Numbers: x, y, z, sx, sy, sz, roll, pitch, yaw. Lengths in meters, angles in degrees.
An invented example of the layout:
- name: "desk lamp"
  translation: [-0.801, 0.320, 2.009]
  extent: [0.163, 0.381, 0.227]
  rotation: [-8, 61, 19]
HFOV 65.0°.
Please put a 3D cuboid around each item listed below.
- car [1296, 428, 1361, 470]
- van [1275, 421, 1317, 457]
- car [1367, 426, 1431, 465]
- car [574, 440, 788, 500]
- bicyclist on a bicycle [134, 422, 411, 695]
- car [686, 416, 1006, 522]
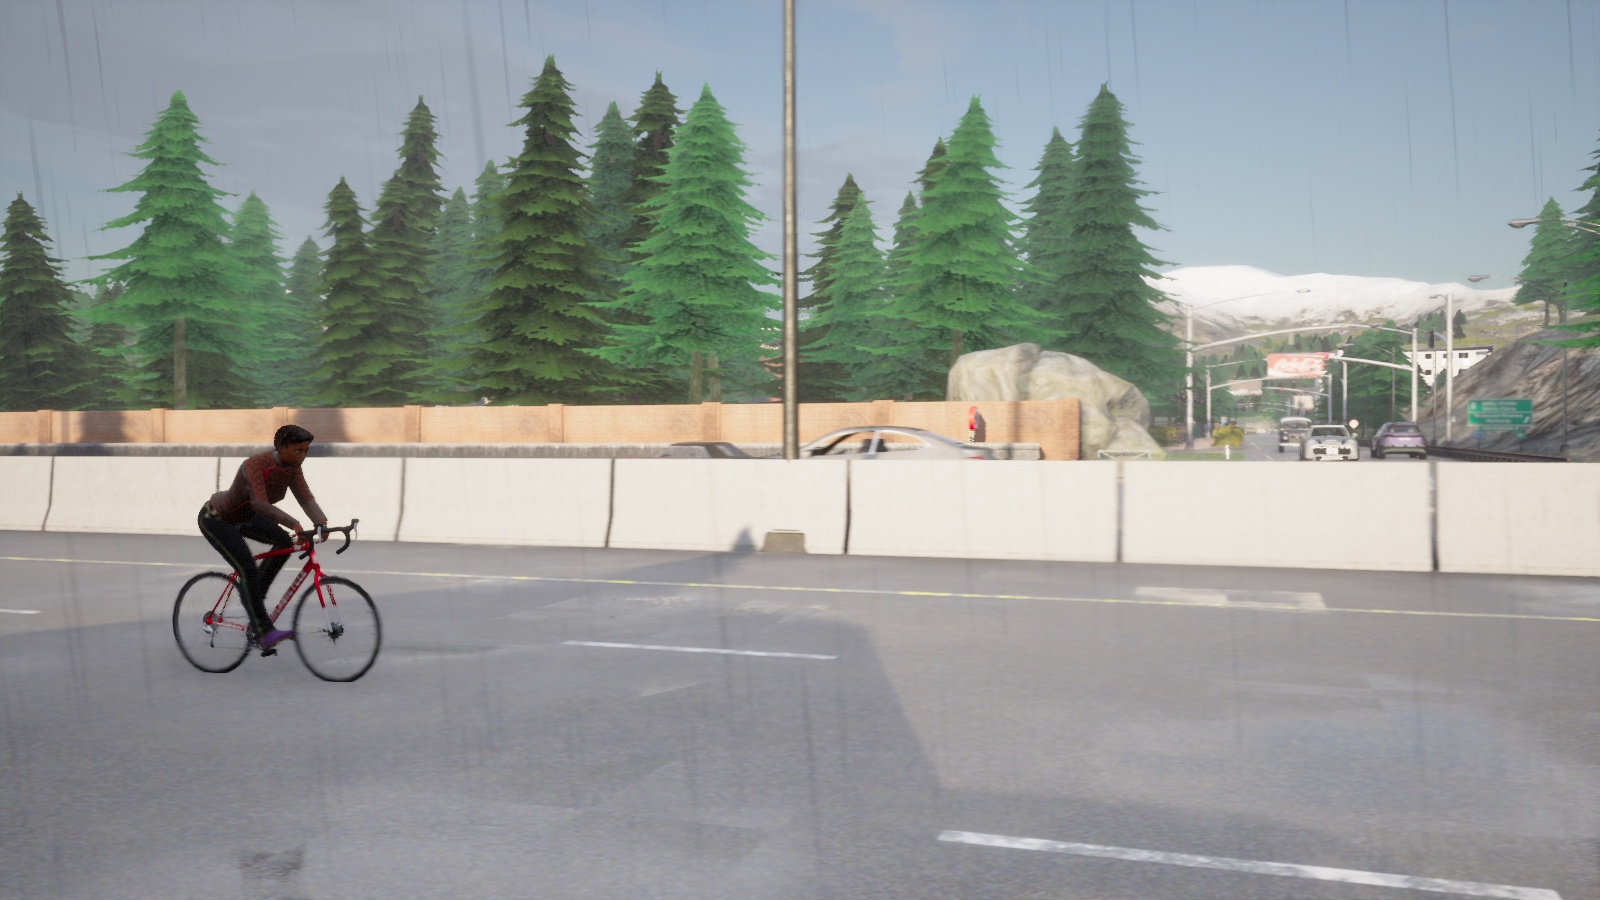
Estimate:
- name: "car"
  translation: [19.595, -0.078, 46.670]
  extent: [1.970, 1.475, 3.806]
  rotation: [1, 1, 19]
- name: "van"
  translation: [28.427, -0.642, 72.104]
  extent: [2.069, 2.038, 4.480]
  rotation: [0, 1, 19]
- name: "car"
  translation: [26.266, -0.225, 55.209]
  extent: [2.033, 1.649, 4.856]
  rotation: [1, 1, 19]
- name: "car"
  translation: [-2.831, 0.436, 29.994]
  extent: [4.718, 1.301, 1.895]
  rotation: [1, 1, 19]
- name: "bicyclist on a bicycle"
  translation: [-3.368, 0.638, 8.018]
  extent: [1.656, 1.620, 0.582]
  rotation: [1, 1, 19]
- name: "car"
  translation: [0.812, 0.266, 21.379]
  extent: [5.027, 1.651, 2.152]
  rotation: [1, 1, 19]
